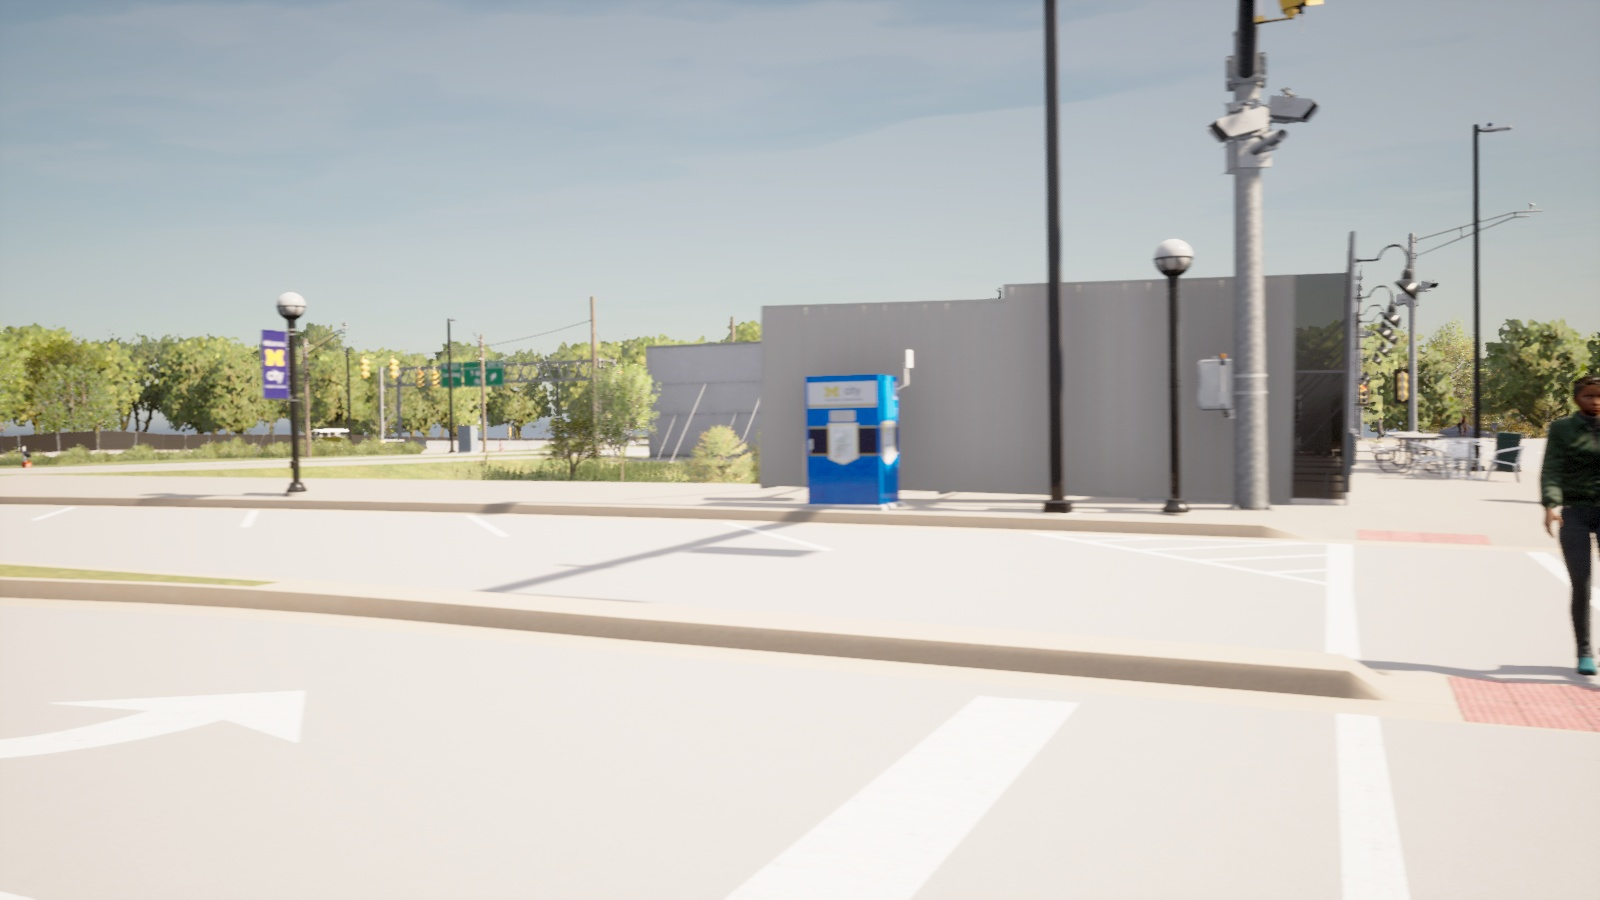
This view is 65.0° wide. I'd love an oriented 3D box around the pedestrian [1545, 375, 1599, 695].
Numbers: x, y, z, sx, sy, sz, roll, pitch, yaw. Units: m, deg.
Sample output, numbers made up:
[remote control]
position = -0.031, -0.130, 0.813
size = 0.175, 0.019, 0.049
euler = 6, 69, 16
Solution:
[pedestrian]
position = 4.713, 0.480, 7.517
size = 0.353, 1.847, 0.614
euler = 0, 2, 23
